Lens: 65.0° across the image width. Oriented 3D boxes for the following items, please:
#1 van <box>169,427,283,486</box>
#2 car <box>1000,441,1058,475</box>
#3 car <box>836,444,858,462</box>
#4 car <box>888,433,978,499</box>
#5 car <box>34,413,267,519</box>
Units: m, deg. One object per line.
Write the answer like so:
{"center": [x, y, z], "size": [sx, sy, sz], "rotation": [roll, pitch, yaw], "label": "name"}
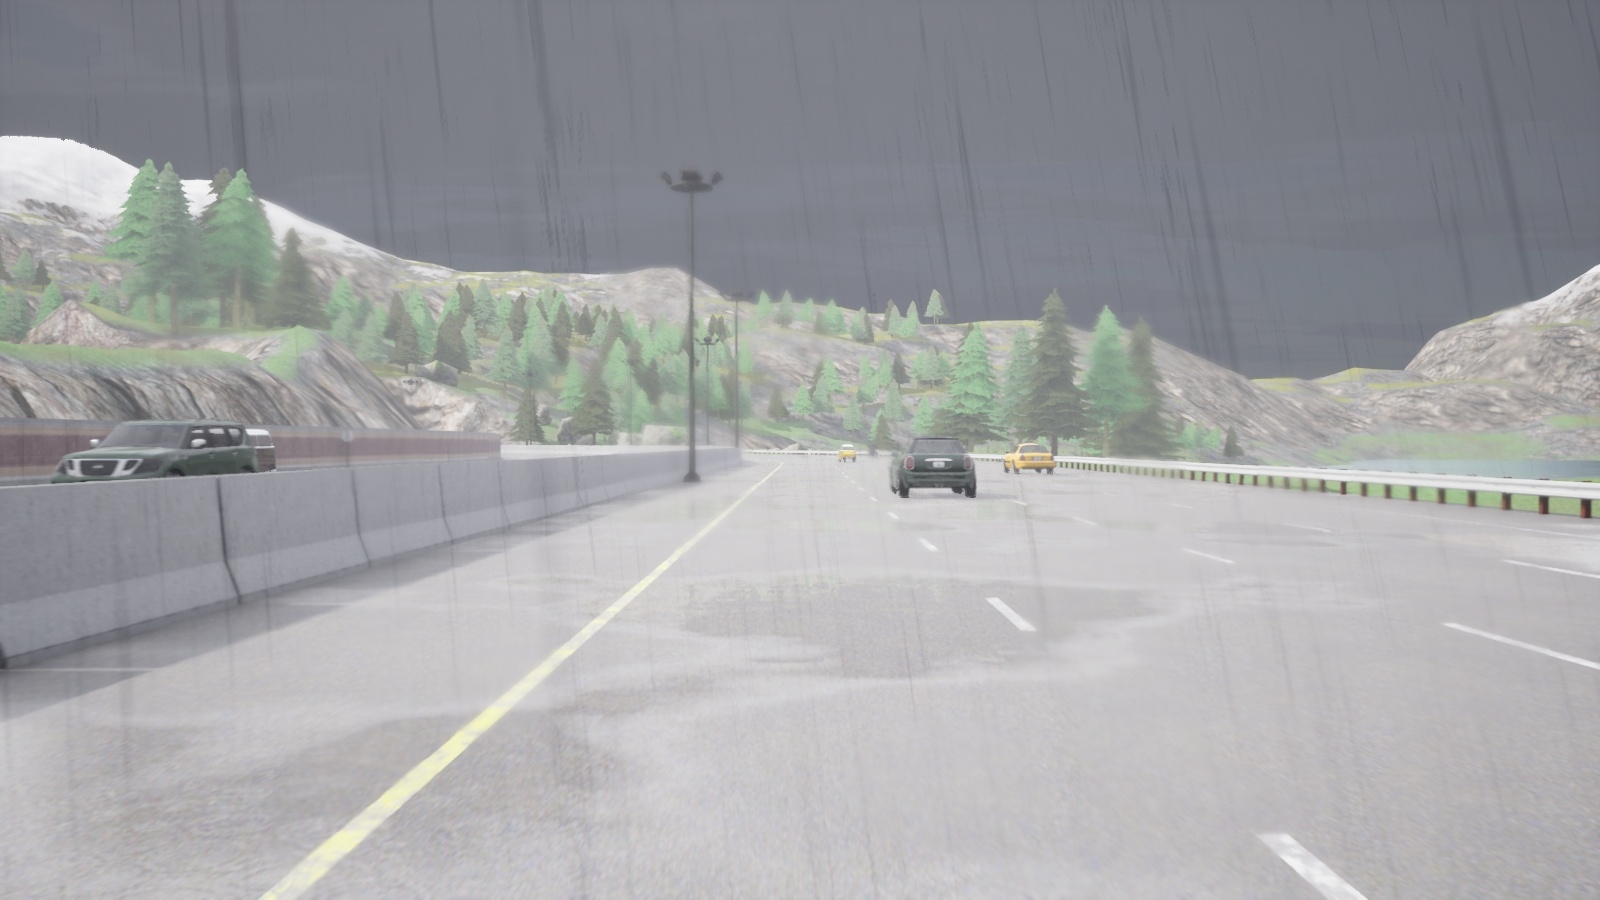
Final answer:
{"center": [-20.722, 0.196, 45.564], "size": [2.069, 2.038, 4.480], "rotation": [0, 0, 0], "label": "van"}
{"center": [10.860, 0.357, 59.884], "size": [1.801, 1.575, 5.366], "rotation": [0, 0, 0], "label": "car"}
{"center": [3.676, 0.254, 97.584], "size": [1.481, 1.376, 2.207], "rotation": [0, 1, -4], "label": "car"}
{"center": [3.723, 0.406, 35.888], "size": [2.097, 1.767, 4.553], "rotation": [0, 0, 0], "label": "car"}
{"center": [-13.828, 0.302, 27.243], "size": [2.150, 2.045, 5.566], "rotation": [0, 0, 0], "label": "car"}
